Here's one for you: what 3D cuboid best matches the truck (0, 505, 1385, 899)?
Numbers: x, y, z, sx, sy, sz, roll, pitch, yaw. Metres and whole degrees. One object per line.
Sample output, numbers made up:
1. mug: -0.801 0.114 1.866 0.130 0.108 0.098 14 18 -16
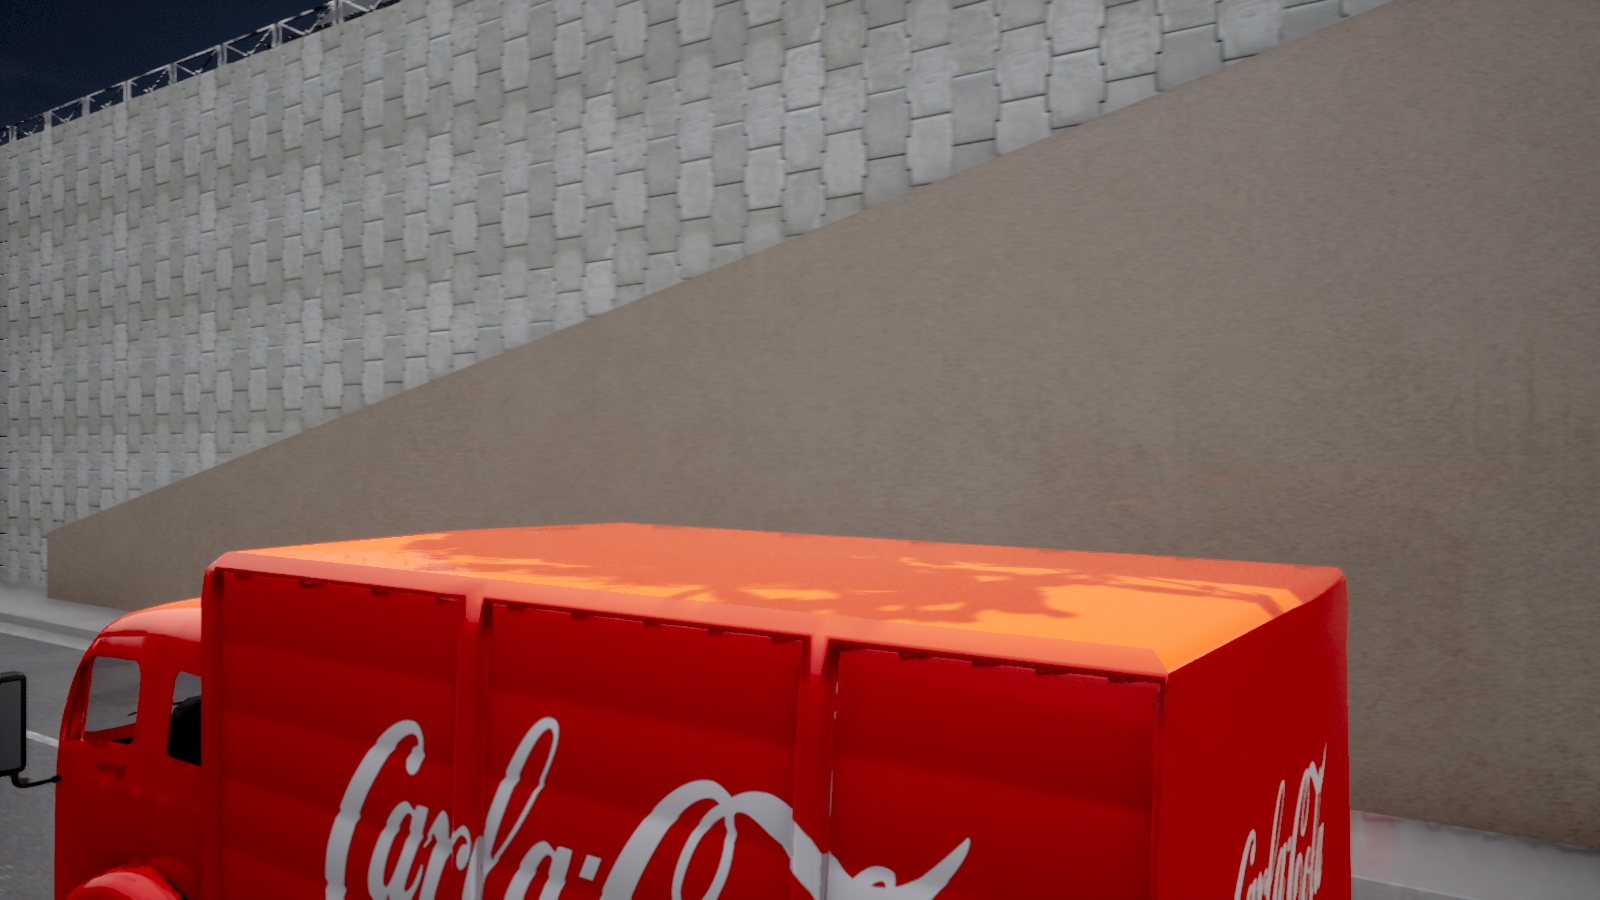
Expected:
1. truck: -0.854 1.568 4.383 5.204 2.467 2.627 0 0 35
